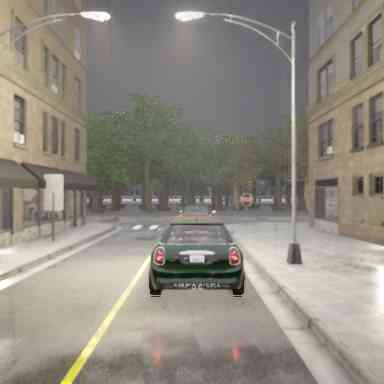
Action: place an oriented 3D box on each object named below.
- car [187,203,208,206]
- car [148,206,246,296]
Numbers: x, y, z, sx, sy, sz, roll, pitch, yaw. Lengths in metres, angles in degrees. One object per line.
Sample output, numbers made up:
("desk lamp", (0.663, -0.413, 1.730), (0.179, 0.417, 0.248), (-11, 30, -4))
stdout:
("car", (0.355, 1.505, 19.638), (2.097, 1.767, 4.553), (0, -1, 4))
("car", (0.106, 1.423, 9.032), (2.097, 1.767, 4.553), (0, 0, 0))
